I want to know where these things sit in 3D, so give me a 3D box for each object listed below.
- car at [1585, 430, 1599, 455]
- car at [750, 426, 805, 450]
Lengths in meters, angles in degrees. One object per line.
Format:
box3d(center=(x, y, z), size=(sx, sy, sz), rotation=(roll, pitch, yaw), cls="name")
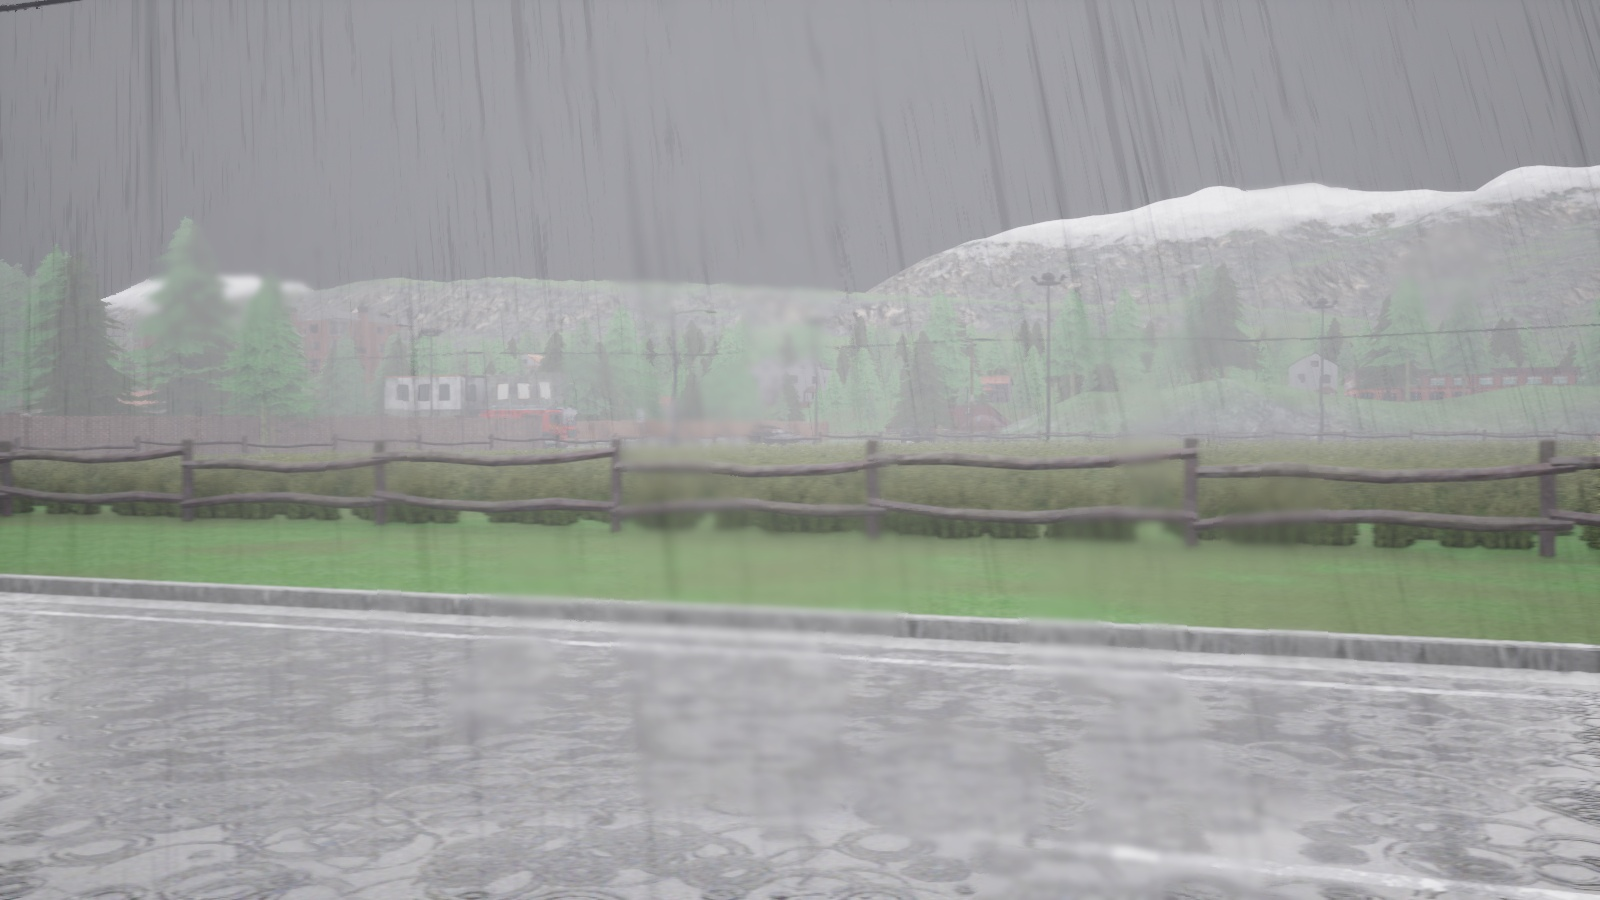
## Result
box3d(center=(55.027, -0.515, 82.893), size=(5.027, 1.651, 2.152), rotation=(1, 1, 18), cls="car")
box3d(center=(-1.728, -0.954, 98.010), size=(3.866, 1.878, 1.905), rotation=(0, 1, 18), cls="car")
